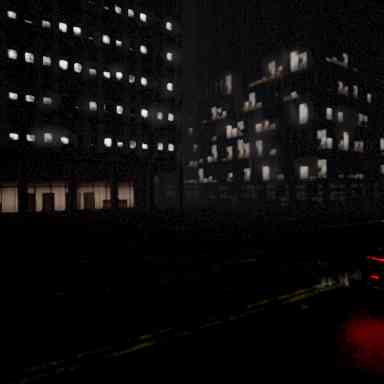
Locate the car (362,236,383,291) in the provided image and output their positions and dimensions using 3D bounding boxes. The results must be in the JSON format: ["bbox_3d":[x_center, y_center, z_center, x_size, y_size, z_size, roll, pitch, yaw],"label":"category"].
[{"bbox_3d":[5.907,1.531,7.883,4.892,1.490,1.837,-1,0,-36],"label":"car"}]
